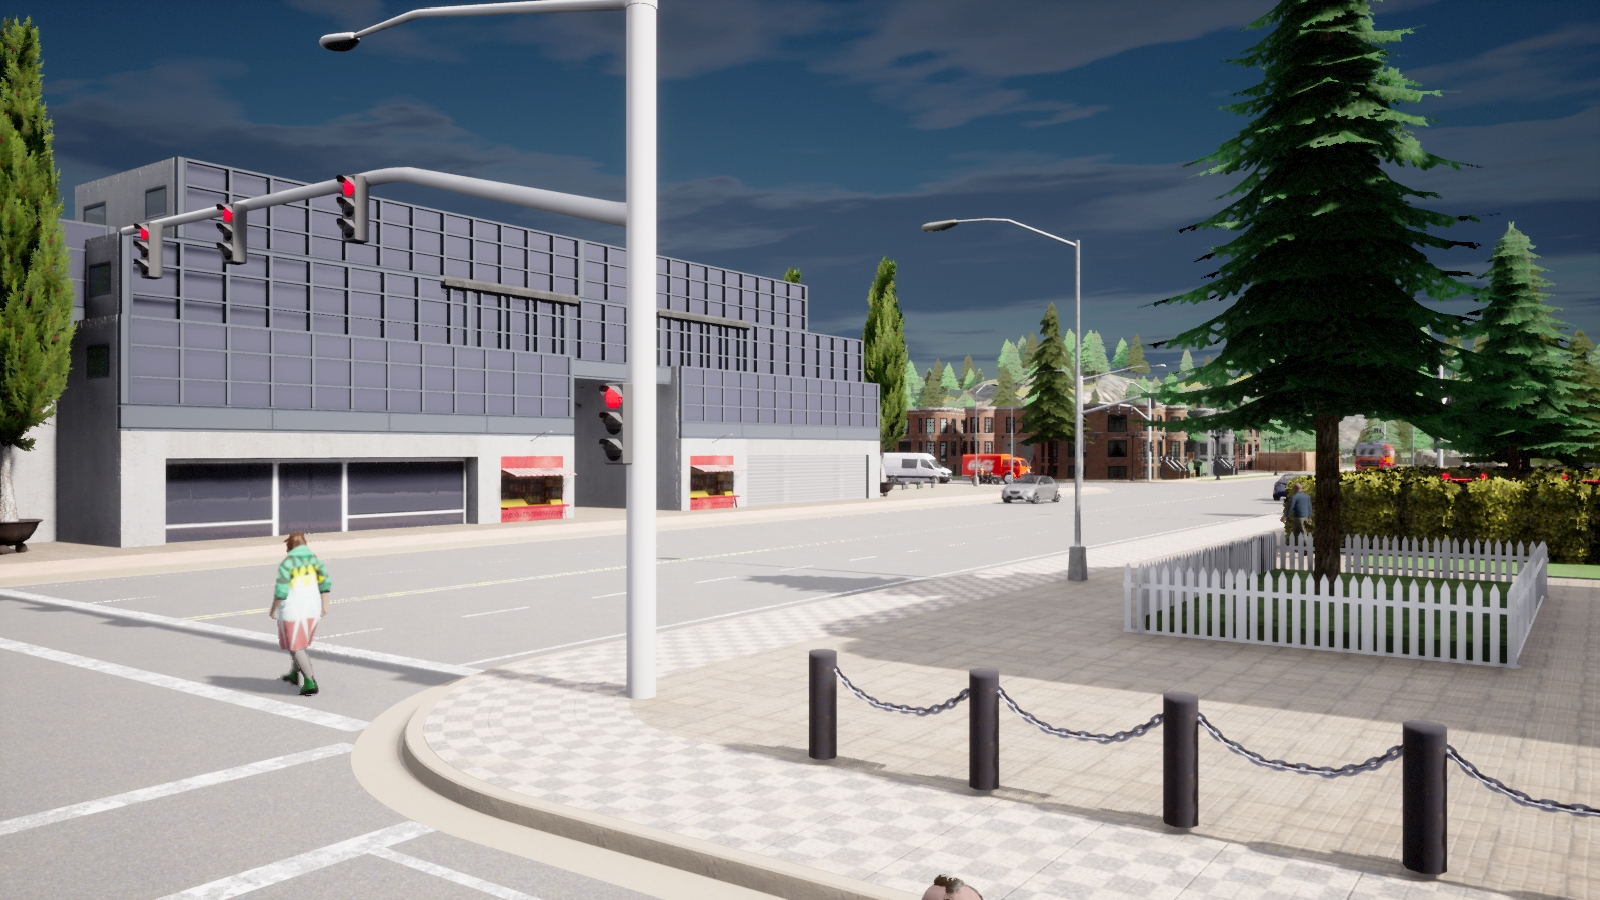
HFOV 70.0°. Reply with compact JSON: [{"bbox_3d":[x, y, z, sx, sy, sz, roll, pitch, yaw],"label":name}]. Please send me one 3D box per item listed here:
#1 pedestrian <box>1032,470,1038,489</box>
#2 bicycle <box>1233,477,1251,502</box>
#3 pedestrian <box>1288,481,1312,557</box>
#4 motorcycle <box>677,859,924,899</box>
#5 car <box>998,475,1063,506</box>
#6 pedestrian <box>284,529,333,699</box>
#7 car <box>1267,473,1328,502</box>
[{"bbox_3d":[15.829,1.976,77.087,0.375,1.300,0.375,0,0,9],"label":"pedestrian"},{"bbox_3d":[24.334,2.158,62.852,0.859,1.276,1.487,0,0,23],"label":"bicycle"},{"bbox_3d":[12.340,1.692,28.194,0.375,1.860,0.375,0,0,-20],"label":"pedestrian"},{"bbox_3d":[0.509,2.205,3.428,2.209,1.251,0.867,0,0,35],"label":"motorcycle"},{"bbox_3d":[12.036,2.065,59.518,1.816,1.474,4.193,0,0,35],"label":"car"},{"bbox_3d":[-5.603,1.848,13.028,0.375,1.860,0.375,0,0,33],"label":"pedestrian"},{"bbox_3d":[27.765,2.063,63.661,2.163,1.488,4.792,0,0,35],"label":"car"}]
